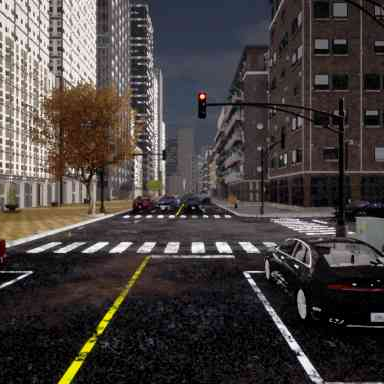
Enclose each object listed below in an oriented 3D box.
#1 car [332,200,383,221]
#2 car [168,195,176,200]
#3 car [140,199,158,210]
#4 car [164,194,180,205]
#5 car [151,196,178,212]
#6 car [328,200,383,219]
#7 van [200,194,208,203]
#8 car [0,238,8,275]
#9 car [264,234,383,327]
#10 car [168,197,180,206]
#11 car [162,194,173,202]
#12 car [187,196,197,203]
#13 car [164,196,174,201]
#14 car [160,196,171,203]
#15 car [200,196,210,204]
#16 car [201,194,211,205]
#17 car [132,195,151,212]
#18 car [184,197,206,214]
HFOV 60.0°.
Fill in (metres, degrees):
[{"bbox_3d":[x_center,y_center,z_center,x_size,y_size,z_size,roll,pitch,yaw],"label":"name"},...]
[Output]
[{"bbox_3d":[12.599,1.374,23.698,4.181,1.385,1.994,-1,0,-3],"label":"car"},{"bbox_3d":[-5.772,1.654,94.535,2.008,1.369,4.403,0,0,0],"label":"car"},{"bbox_3d":[-5.730,1.592,44.829,1.947,1.339,4.313,0,0,0],"label":"car"},{"bbox_3d":[-3.137,1.382,48.364,2.097,1.767,4.553,0,0,0],"label":"car"},{"bbox_3d":[-3.133,1.512,38.486,2.128,1.511,4.902,0,0,0],"label":"car"},{"bbox_3d":[13.403,1.350,26.340,4.403,1.369,2.008,-1,1,-1],"label":"car"},{"bbox_3d":[2.627,1.402,72.451,1.690,1.788,3.998,0,0,0],"label":"van"},{"bbox_3d":[-5.698,1.545,6.918,1.887,1.381,4.507,0,0,0],"label":"car"},{"bbox_3d":[2.682,1.551,6.925,2.008,1.369,4.403,0,0,0],"label":"car"},{"bbox_3d":[-3.130,1.642,58.435,1.895,1.301,4.718,0,0,0],"label":"car"},{"bbox_3d":[-5.758,1.385,77.966,2.192,1.841,5.009,0,0,0],"label":"car"},{"bbox_3d":[0.038,1.619,68.960,1.994,1.385,4.181,0,0,0],"label":"car"},{"bbox_3d":[-5.763,1.632,83.489,2.008,1.369,4.403,0,0,0],"label":"car"},{"bbox_3d":[-5.753,1.627,72.444,1.947,1.339,4.313,0,0,0],"label":"car"},{"bbox_3d":[2.632,1.578,67.097,1.752,1.417,4.829,0,0,0],"label":"car"},{"bbox_3d":[2.637,1.610,61.404,1.947,1.339,4.313,0,0,0],"label":"car"},{"bbox_3d":[-5.726,1.336,39.306,2.192,1.841,5.009,0,0,0],"label":"car"},{"bbox_3d":[0.119,1.582,35.850,1.994,1.385,4.181,0,0,-1],"label":"car"}]
